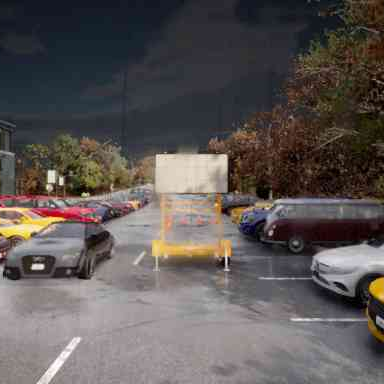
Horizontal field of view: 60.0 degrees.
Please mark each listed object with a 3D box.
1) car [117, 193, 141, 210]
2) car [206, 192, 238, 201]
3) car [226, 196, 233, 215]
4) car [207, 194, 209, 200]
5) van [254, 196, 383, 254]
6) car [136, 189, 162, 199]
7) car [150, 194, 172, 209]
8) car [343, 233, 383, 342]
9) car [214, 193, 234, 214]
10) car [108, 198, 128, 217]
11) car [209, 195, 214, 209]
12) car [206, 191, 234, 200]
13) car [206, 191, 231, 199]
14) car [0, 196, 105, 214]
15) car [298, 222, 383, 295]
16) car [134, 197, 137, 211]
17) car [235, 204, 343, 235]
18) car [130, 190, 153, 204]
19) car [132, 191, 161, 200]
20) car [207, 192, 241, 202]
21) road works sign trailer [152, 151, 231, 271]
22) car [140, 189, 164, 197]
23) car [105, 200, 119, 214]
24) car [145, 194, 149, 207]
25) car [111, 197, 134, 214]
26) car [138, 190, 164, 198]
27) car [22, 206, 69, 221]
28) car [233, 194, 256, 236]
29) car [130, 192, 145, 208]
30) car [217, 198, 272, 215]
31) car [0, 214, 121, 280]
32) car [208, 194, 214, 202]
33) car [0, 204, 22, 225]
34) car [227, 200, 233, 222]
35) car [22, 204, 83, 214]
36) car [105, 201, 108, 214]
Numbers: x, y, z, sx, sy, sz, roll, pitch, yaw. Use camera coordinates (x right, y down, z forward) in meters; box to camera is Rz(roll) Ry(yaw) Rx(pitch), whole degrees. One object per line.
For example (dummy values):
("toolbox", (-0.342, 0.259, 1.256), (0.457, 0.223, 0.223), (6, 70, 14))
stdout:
("car", (-8.053, 1.250, 35.045), (4.553, 1.767, 2.185), (0, 1, 0))
("car", (5.152, 0.750, 57.411), (5.366, 1.575, 1.946), (0, 2, 0))
("car", (5.041, 1.350, 24.075), (4.553, 1.767, 2.185), (0, 0, 0))
("car", (4.976, 1.135, 46.385), (5.008, 1.535, 2.097), (0, 2, 0))
("van", (4.907, 1.256, 12.811), (4.442, 1.987, 1.878), (0, 0, 0))
("car", (-8.089, 0.378, 62.893), (4.553, 1.767, 2.185), (0, 3, 0))
("car", (-3.553, 1.272, 41.274), (2.128, 1.511, 4.902), (0, 1, 0))
("car", (5.040, 1.481, 4.457), (5.008, 1.535, 2.097), (0, 0, 0))
("car", (5.031, 1.189, 29.655), (5.566, 2.045, 2.435), (0, 1, 0))
("car", (-8.079, 1.463, 26.681), (5.008, 1.535, 2.097), (0, 0, 0))
("car", (4.810, 1.370, 35.235), (5.366, 1.575, 1.946), (0, 1, 0))
("car", (4.992, 0.661, 60.202), (4.792, 1.488, 2.163), (0, 3, 0))
("car", (4.962, 0.534, 63.112), (4.674, 1.452, 2.002), (0, 3, 0))
("car", (-8.035, 1.230, 18.325), (5.566, 2.045, 2.435), (0, 0, 0))
("car", (5.034, 1.522, 7.242), (4.674, 1.452, 2.002), (0, 0, 0))
("car", (-8.078, 1.453, 32.260), (4.674, 1.452, 2.002), (0, 0, 0))
("car", (5.202, 1.478, 18.382), (5.366, 1.575, 1.946), (0, 0, 0))
("car", (-8.130, 1.015, 46.184), (4.553, 1.767, 2.185), (0, 2, 0))
("car", (-8.122, 0.634, 60.122), (5.008, 1.535, 2.097), (0, 2, 0))
("car", (5.156, 0.863, 54.618), (5.366, 1.575, 1.946), (0, 2, 0))
("road works sign trailer", (-0.014, 0.466, 10.894), (2.380, 3.560, 2.880), (0, 0, 0))
("car", (-8.156, 0.256, 68.463), (4.792, 1.488, 2.163), (0, 3, 0))
("car", (-8.099, 1.505, 23.894), (4.792, 1.488, 2.163), (0, 0, 0))
("car", (-8.062, 1.305, 40.614), (4.792, 1.488, 2.163), (0, 1, 0))
("car", (-8.083, 1.442, 29.470), (5.008, 1.535, 2.097), (0, 1, 0))
("car", (-8.094, 0.395, 65.683), (4.792, 1.488, 2.163), (0, 3, 0))
("car", (-7.870, 1.479, 12.759), (5.366, 1.575, 1.946), (0, 0, 0))
("car", (4.992, 1.230, 15.597), (5.566, 2.045, 2.435), (0, 0, 0))
("car", (-8.057, 1.205, 37.824), (4.553, 1.767, 2.185), (0, 1, 0))
("car", (5.004, 1.411, 32.446), (5.008, 1.535, 2.097), (0, 1, 0))
("car", (-3.612, 1.567, 9.794), (1.994, 1.385, 4.181), (0, 0, 0))
("car", (4.979, 1.211, 43.468), (4.892, 1.521, 2.231), (0, 2, 0))
("car", (-8.084, 1.356, 10.100), (4.553, 1.767, 2.185), (0, 0, 0))
("car", (5.008, 1.481, 21.290), (5.008, 1.535, 2.097), (0, 0, 0))
("car", (-8.065, 1.481, 15.542), (5.008, 1.535, 2.097), (0, 0, 0))
("car", (-8.069, 1.521, 21.108), (4.674, 1.452, 2.002), (0, 0, 0))
